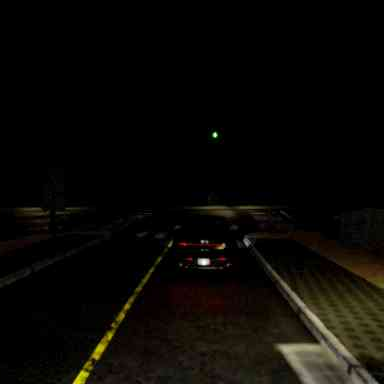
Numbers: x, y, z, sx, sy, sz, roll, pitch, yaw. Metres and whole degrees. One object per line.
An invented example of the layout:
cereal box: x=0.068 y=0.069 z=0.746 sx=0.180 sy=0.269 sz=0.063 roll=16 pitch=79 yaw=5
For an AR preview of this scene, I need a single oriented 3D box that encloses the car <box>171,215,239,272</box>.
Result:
car: x=0.449 y=1.508 z=10.782 sx=1.837 sy=1.490 sz=4.892 roll=0 pitch=0 yaw=4
